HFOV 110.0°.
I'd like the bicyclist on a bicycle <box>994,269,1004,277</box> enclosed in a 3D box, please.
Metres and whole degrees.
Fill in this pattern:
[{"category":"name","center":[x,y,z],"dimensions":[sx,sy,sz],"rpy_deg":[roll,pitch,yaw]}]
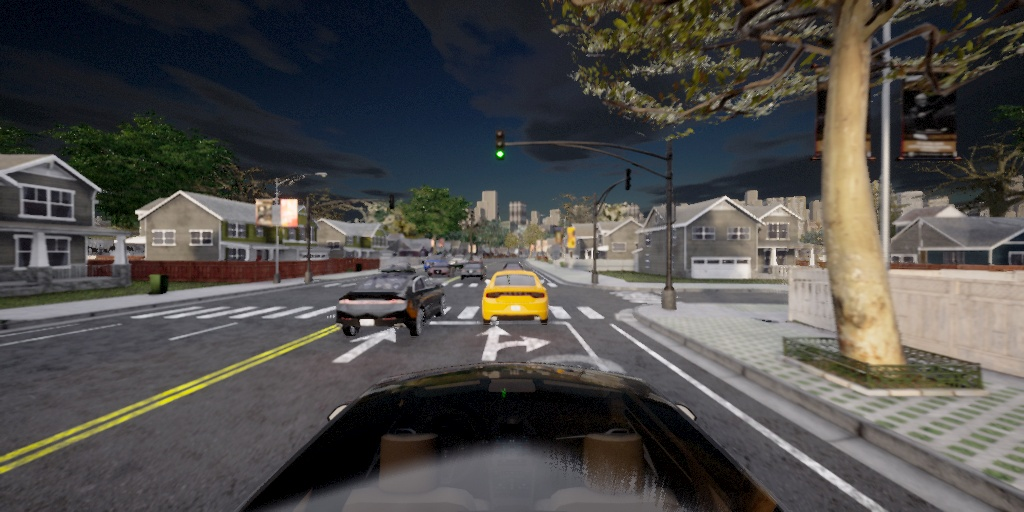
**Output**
[{"category":"bicyclist on a bicycle","center":[19.641,1.355,14.310],"dimensions":[0.582,1.620,1.656],"rpy_deg":[1,0,-1]}]

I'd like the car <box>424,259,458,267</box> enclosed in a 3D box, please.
[{"category":"car","center":[-6.597,1.245,33.748],"dimensions":[1.994,1.385,4.181],"rpy_deg":[0,0,0]}]

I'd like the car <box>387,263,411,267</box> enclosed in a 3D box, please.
[{"category":"car","center":[-9.849,1.289,30.876],"dimensions":[1.895,1.301,4.718],"rpy_deg":[0,0,0]}]

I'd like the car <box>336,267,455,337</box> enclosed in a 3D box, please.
[{"category":"car","center":[-3.151,1.226,10.222],"dimensions":[2.128,1.511,4.902],"rpy_deg":[0,0,0]}]

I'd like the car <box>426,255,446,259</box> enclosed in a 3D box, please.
[{"category":"car","center":[-9.838,0.865,46.583],"dimensions":[2.150,2.045,5.566],"rpy_deg":[0,0,0]}]

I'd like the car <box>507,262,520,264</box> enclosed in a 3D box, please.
[{"category":"car","center":[0.100,1.249,32.317],"dimensions":[1.994,1.385,4.181],"rpy_deg":[0,0,0]}]

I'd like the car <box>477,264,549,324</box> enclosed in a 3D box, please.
[{"category":"car","center":[0.098,1.210,11.908],"dimensions":[1.882,1.535,5.008],"rpy_deg":[0,0,0]}]

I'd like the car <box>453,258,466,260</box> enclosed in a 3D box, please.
[{"category":"car","center":[-6.590,1.247,45.808],"dimensions":[1.895,1.301,4.718],"rpy_deg":[0,0,0]}]

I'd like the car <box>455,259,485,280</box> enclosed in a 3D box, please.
[{"category":"car","center":[-3.149,1.238,30.122],"dimensions":[2.033,1.411,5.357],"rpy_deg":[0,0,0]}]
